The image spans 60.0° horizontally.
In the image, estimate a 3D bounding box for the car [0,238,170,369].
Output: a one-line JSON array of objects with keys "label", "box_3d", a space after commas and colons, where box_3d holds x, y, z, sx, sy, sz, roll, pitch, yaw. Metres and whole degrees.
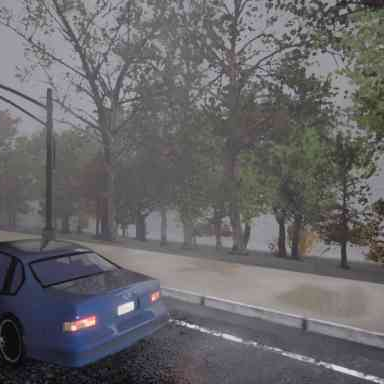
[{"label": "car", "box_3d": [-2.895, 1.546, 5.754, 5.357, 1.411, 2.033, 0, 0, 36]}]
